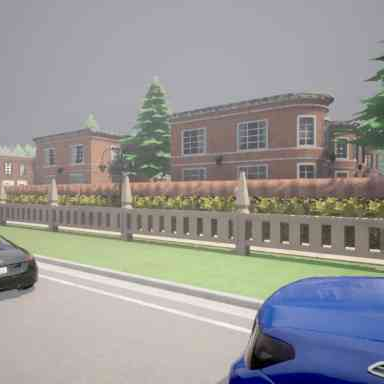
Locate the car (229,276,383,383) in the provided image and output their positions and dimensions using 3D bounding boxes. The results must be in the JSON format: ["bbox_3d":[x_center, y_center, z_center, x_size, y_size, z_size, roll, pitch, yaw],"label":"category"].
[{"bbox_3d":[2.959,1.221,1.879,5.566,2.045,2.150,0,0,36],"label":"car"}]

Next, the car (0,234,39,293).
[{"bbox_3d":[-5.506,1.564,7.877,4.181,1.385,1.994,0,0,36],"label":"car"}]
